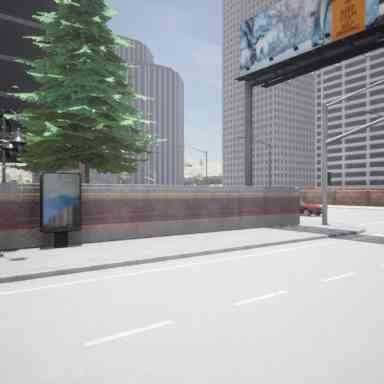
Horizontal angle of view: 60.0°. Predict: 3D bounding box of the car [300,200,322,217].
[{"bbox_3d":[10.238,1.478,32.138,1.882,1.535,5.008,0,0,-35],"label":"car"}]
